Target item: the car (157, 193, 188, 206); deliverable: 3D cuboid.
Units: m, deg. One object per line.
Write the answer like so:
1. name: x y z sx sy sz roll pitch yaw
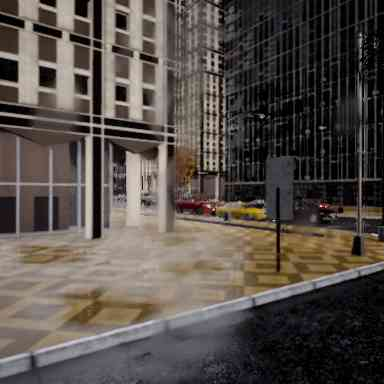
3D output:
1. car: -2.892 1.078 48.964 2.192 1.841 5.009 1 0 -36

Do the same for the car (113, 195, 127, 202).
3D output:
1. car: -13.000 1.199 62.663 2.008 1.369 4.403 1 0 -36

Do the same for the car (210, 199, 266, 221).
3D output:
1. car: 3.835 1.403 25.508 1.752 1.417 4.829 1 0 -36

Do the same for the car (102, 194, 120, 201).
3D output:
1. car: -16.470 1.131 67.367 1.752 1.417 4.829 1 0 -36

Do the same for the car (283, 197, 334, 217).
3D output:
1. car: 10.687 1.342 30.773 1.967 1.590 4.097 1 0 -36

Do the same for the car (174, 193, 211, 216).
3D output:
1. car: 0.389 1.159 30.232 2.192 1.841 5.009 1 0 -36

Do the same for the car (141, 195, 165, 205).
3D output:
1. car: -6.363 1.250 53.667 1.752 1.417 4.829 1 0 -36

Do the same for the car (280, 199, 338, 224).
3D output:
1. car: 8.107 1.410 24.288 1.837 1.490 4.892 0 0 -36

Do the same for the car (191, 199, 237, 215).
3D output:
1. car: 2.082 1.448 32.455 1.895 1.301 4.718 0 0 -36

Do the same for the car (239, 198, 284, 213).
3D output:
1. car: 7.291 1.420 35.324 2.008 1.369 4.403 1 0 -36

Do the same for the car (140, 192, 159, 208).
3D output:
1. car: -5.736 0.987 43.085 2.150 2.045 5.566 0 0 -36
